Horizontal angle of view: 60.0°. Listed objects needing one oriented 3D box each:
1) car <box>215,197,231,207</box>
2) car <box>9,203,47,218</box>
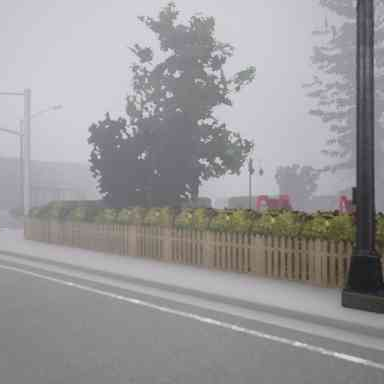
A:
[{"bbox_3d":[5.349,1.535,51.137,2.128,1.511,4.902,0,0,36],"label":"car"},{"bbox_3d":[-13.948,1.650,30.284,1.895,1.301,4.718,0,0,35],"label":"car"}]
